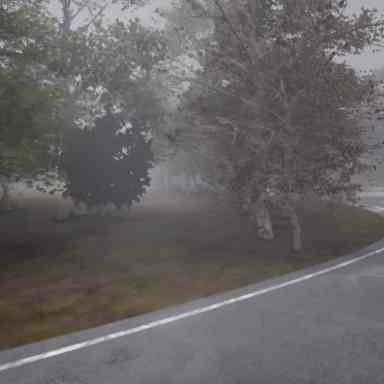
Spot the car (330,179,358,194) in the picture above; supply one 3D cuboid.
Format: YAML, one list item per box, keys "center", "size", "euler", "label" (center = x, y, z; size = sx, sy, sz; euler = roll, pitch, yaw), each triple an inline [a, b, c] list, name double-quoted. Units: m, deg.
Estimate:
- center: [17.330, -0.710, 39.475]
  size: [2.097, 1.767, 4.553]
  euler: [-5, 3, -23]
  label: "car"
